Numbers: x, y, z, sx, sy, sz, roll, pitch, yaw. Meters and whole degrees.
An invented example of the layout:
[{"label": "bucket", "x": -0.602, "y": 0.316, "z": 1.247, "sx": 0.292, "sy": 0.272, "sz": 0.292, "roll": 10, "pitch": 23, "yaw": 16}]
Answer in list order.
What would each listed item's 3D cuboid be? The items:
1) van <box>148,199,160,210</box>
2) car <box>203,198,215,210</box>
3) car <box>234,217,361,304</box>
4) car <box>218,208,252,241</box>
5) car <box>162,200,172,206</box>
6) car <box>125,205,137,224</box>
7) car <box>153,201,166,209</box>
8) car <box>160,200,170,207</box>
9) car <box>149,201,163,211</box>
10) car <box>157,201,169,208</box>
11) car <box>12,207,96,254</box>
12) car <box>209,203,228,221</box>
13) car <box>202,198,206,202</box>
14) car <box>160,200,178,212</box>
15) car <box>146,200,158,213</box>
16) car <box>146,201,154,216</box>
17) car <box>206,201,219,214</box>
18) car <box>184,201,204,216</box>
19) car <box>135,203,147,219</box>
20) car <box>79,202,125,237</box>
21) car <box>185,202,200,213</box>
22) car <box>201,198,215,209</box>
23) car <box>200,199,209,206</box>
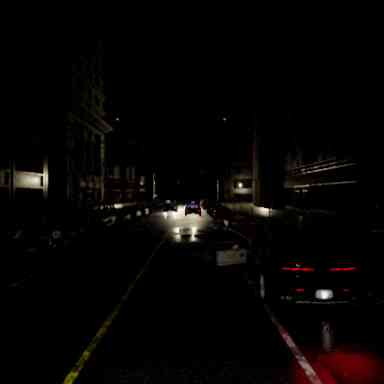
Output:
[{"label": "van", "x": -5.712, "y": 1.923, "z": 47.850, "sx": 1.690, "sy": 1.788, "sz": 3.998, "roll": 0, "pitch": -1, "yaw": 0}, {"label": "car", "x": 2.806, "y": 1.952, "z": 42.207, "sx": 1.967, "sy": 1.590, "sz": 4.097, "roll": 0, "pitch": -1, "yaw": 0}, {"label": "car", "x": 2.363, "y": 1.606, "z": 8.362, "sx": 1.837, "sy": 1.490, "sz": 4.892, "roll": 0, "pitch": -1, "yaw": 0}, {"label": "car", "x": 2.781, "y": 1.820, "z": 19.662, "sx": 1.802, "sy": 1.307, "sz": 4.206, "roll": 0, "pitch": -1, "yaw": 0}, {"label": "car", "x": -5.680, "y": 2.497, "z": 76.028, "sx": 2.008, "sy": 1.369, "sz": 4.403, "roll": 0, "pitch": -1, "yaw": 0}, {"label": "car", "x": -5.737, "y": 1.871, "z": 25.302, "sx": 1.947, "sy": 1.339, "sz": 4.313, "roll": 0, "pitch": -1, "yaw": 0}, {"label": "car", "x": -5.699, "y": 2.307, "z": 59.119, "sx": 1.802, "sy": 1.307, "sz": 4.206, "roll": 0, "pitch": -1, "yaw": 0}, {"label": "car", "x": -5.686, "y": 2.438, "z": 70.391, "sx": 1.947, "sy": 1.339, "sz": 4.313, "roll": 0, "pitch": -1, "yaw": 0}, {"label": "car", "x": -5.705, "y": 2.176, "z": 53.314, "sx": 1.752, "sy": 1.417, "sz": 4.829, "roll": 0, "pitch": -1, "yaw": 0}, {"label": "car", "x": -5.692, "y": 2.364, "z": 64.755, "sx": 1.947, "sy": 1.339, "sz": 4.313, "roll": 0, "pitch": -1, "yaw": 0}, {"label": "car", "x": -5.751, "y": 1.609, "z": 14.031, "sx": 1.967, "sy": 1.590, "sz": 4.097, "roll": 0, "pitch": -1, "yaw": 0}, {"label": "car", "x": 2.794, "y": 1.955, "z": 30.934, "sx": 1.802, "sy": 1.307, "sz": 4.206, "roll": 0, "pitch": -1, "yaw": 0}, {"label": "car", "x": 2.819, "y": 1.969, "z": 53.479, "sx": 2.192, "sy": 1.841, "sz": 5.009, "roll": 0, "pitch": -1, "yaw": 0}, {"label": "car", "x": -2.949, "y": 2.121, "z": 47.205, "sx": 2.033, "sy": 1.411, "sz": 5.357, "roll": 0, "pitch": -1, "yaw": 0}, {"label": "car", "x": -5.718, "y": 2.093, "z": 42.211, "sx": 1.802, "sy": 1.307, "sz": 4.206, "roll": 0, "pitch": -1, "yaw": 0}, {"label": "car", "x": -5.724, "y": 1.992, "z": 36.574, "sx": 2.008, "sy": 1.369, "sz": 4.403, "roll": 0, "pitch": -1, "yaw": 0}, {"label": "car", "x": 2.801, "y": 2.024, "z": 36.570, "sx": 1.802, "sy": 1.307, "sz": 4.206, "roll": 0, "pitch": -1, "yaw": 0}, {"label": "car", "x": 0.121, "y": 2.061, "z": 38.049, "sx": 1.895, "sy": 1.301, "sz": 4.718, "roll": 0, "pitch": -1, "yaw": 0}, {"label": "car", "x": -5.731, "y": 1.939, "z": 30.938, "sx": 1.947, "sy": 1.339, "sz": 4.313, "roll": 0, "pitch": -1, "yaw": 0}, {"label": "car", "x": -5.745, "y": 1.552, "z": 19.669, "sx": 2.192, "sy": 1.841, "sz": 5.009, "roll": 0, "pitch": -1, "yaw": 0}, {"label": "car", "x": 0.055, "y": 2.131, "z": 47.921, "sx": 2.033, "sy": 1.411, "sz": 5.357, "roll": 0, "pitch": -1, "yaw": 0}, {"label": "car", "x": 2.825, "y": 2.041, "z": 59.115, "sx": 2.192, "sy": 1.841, "sz": 5.009, "roll": 0, "pitch": -1, "yaw": 0}, {"label": "car", "x": 2.845, "y": 2.387, "z": 76.021, "sx": 1.967, "sy": 1.590, "sz": 4.097, "roll": 0, "pitch": -1, "yaw": 0}]
